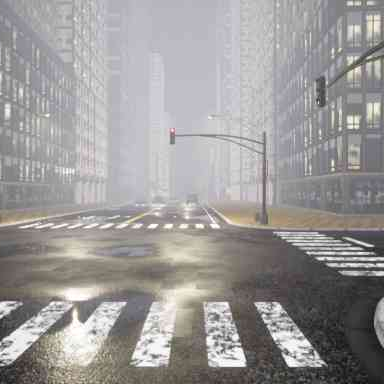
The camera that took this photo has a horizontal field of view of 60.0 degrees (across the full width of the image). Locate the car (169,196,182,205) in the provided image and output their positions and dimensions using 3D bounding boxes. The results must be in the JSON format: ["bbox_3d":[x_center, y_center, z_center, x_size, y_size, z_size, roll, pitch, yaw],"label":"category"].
[{"bbox_3d":[-3.159,1.702,60.167,1.895,1.301,4.718,0,0,0],"label":"car"}]

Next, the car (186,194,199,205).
[{"bbox_3d":[0.091,1.322,60.163,2.150,2.045,5.566,0,0,0],"label":"car"}]

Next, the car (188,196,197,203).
[{"bbox_3d":[0.107,1.540,70.550,1.994,1.385,4.181,0,0,0],"label":"car"}]

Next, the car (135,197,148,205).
[{"bbox_3d":[-9.653,1.663,64.314,2.033,1.411,5.357,0,0,0],"label":"car"}]

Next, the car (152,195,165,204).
[{"bbox_3d":[-6.403,1.468,64.340,2.097,1.767,4.553,0,0,0],"label":"car"}]

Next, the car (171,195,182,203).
[{"bbox_3d":[-3.144,1.495,70.138,2.128,1.511,4.902,0,0,0],"label":"car"}]
